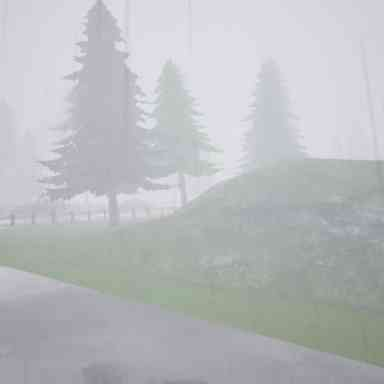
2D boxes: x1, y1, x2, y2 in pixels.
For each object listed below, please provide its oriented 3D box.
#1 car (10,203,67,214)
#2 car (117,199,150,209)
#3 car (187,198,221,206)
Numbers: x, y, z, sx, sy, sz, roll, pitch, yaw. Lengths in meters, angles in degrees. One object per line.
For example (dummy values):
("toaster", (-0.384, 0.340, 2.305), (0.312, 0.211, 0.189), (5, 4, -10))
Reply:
("car", (-14.201, 1.386, 31.023), (2.128, 1.511, 4.902), (0, 0, 44))
("car", (-6.936, 1.467, 37.915), (4.181, 1.385, 1.994), (0, 0, -39))
("car", (1.337, 1.464, 44.243), (5.357, 1.411, 2.033), (0, 0, -34))
